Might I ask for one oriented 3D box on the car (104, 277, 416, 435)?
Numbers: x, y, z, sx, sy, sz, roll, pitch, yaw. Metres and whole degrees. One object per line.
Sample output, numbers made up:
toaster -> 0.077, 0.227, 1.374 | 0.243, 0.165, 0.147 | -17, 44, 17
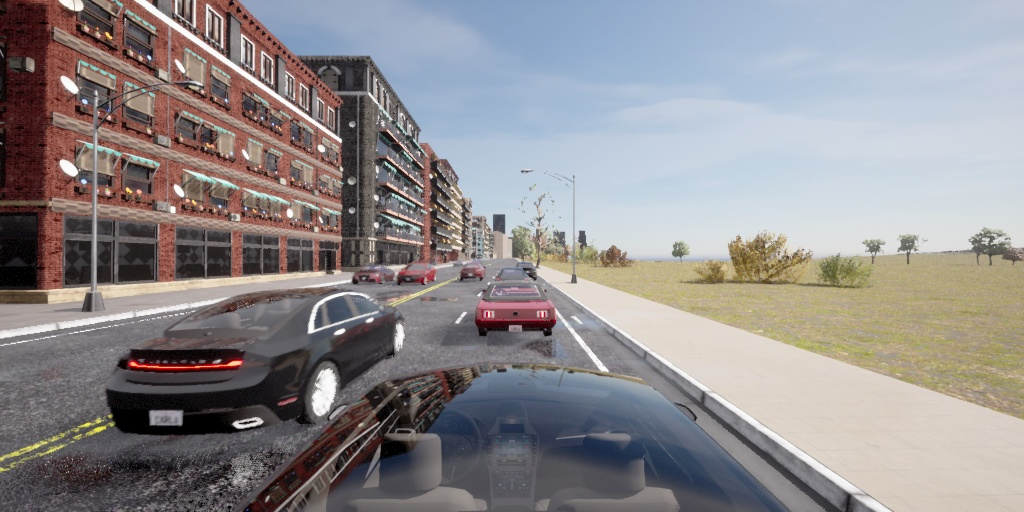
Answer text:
car -> -3.162, 1.253, 5.698 | 1.837, 1.490, 4.892 | 0, -1, 0

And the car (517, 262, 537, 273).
car -> 1.064, 1.259, 30.359 | 1.837, 1.490, 4.892 | 0, 0, 0

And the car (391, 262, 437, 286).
car -> -6.662, 1.231, 25.503 | 1.882, 1.535, 5.008 | 0, 0, 0

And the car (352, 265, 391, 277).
car -> -9.912, 1.317, 25.977 | 1.994, 1.385, 4.181 | 0, 0, 0

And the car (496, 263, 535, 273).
car -> 0.044, 1.317, 20.365 | 1.994, 1.385, 4.181 | 0, 0, 0

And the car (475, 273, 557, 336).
car -> 0.079, 1.352, 10.335 | 1.895, 1.301, 4.718 | 0, 0, 0

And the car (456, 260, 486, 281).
car -> -3.225, 1.279, 30.080 | 1.812, 1.442, 4.674 | 0, 0, 0
